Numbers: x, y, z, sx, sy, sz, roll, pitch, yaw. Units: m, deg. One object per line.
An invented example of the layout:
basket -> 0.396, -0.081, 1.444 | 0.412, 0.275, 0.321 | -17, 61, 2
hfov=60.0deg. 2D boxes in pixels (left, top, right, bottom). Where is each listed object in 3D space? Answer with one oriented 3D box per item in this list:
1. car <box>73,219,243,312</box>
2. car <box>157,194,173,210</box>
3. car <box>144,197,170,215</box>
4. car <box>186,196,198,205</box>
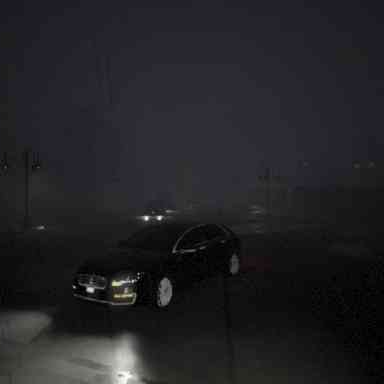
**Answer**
car -> -0.450, 1.461, 7.871 | 1.837, 1.490, 4.892 | -2, -1, 34
car -> -3.660, 1.226, 44.411 | 2.150, 2.045, 5.566 | 0, 0, 0
car -> -3.662, 1.551, 33.836 | 2.033, 1.411, 5.357 | 0, 0, 0
car -> -0.031, 1.497, 59.028 | 2.128, 1.511, 4.902 | 0, 0, 0
